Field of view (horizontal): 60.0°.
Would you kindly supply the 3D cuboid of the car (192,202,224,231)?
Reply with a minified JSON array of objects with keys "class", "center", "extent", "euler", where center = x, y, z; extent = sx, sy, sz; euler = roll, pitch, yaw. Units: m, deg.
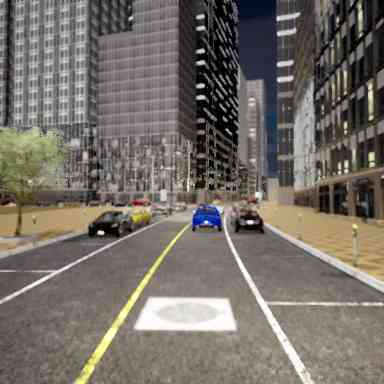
[{"class":"car","center":[1.071,1.733,22.921],"extent":[1.882,1.535,5.008],"euler":[0,0,4]}]

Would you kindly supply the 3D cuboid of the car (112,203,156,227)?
[{"class":"car","center":[-4.234,1.807,24.926],"extent":[1.752,1.417,4.829],"euler":[1,-1,5]}]

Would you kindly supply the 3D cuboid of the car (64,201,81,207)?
[{"class":"car","center":[-27.266,2.701,76.309],"extent":[4.829,1.417,1.752],"euler":[-1,-2,17]}]

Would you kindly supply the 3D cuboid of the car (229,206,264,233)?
[{"class":"car","center":[3.523,1.802,21.289],"extent":[1.947,1.339,4.313],"euler":[1,-1,4]}]

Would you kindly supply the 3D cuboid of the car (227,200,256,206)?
[{"class":"car","center":[3.993,1.740,26.958],"extent":[1.967,1.590,4.097],"euler":[1,-1,6]}]

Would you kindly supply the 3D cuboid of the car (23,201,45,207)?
[{"class":"car","center":[-37.796,2.828,79.554],"extent":[4.403,1.369,2.008],"euler":[-1,-2,17]}]

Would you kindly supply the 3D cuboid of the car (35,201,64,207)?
[{"class":"car","center":[-29.411,2.493,68.726],"extent":[4.403,1.369,2.008],"euler":[-1,-2,17]}]

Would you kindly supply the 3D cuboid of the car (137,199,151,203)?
[{"class":"car","center":[-11.065,2.335,71.321],"extent":[5.009,1.841,2.192],"euler":[-1,-2,17]}]

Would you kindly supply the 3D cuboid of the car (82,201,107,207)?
[{"class":"car","center":[-18.724,2.390,65.432],"extent":[4.403,1.369,2.008],"euler":[-1,-2,17]}]

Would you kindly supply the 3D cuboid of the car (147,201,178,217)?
[{"class":"car","center":[-3.120,1.964,35.994],"extent":[2.008,1.369,4.403],"euler":[1,-1,7]}]

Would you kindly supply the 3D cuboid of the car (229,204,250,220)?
[{"class":"car","center":[4.558,1.909,32.571],"extent":[1.887,1.381,4.507],"euler":[1,-1,7]}]

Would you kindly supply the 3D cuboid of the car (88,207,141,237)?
[{"class":"car","center":[-4.631,1.785,19.612],"extent":[1.947,1.339,4.313],"euler":[1,-1,4]}]

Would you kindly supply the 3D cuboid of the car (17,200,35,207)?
[{"class":"car","center":[-34.755,2.434,70.377],"extent":[4.097,1.590,1.967],"euler":[-1,-2,17]}]

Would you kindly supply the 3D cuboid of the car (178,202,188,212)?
[{"class":"car","center":[-1.656,2.095,46.710],"extent":[2.008,1.369,4.403],"euler":[1,-1,8]}]

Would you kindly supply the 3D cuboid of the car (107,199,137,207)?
[{"class":"car","center":[-13.381,2.353,63.784],"extent":[4.313,1.339,1.947],"euler":[-1,-2,17]}]

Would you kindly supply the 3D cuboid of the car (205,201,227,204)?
[{"class":"car","center":[2.872,2.054,39.987],"extent":[1.895,1.301,4.718],"euler":[0,-1,8]}]

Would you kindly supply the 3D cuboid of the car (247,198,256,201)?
[{"class":"car","center":[15.130,2.355,85.100],"extent":[2.192,1.841,5.009],"euler":[0,-1,17]}]
